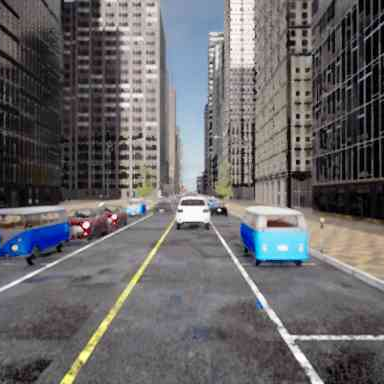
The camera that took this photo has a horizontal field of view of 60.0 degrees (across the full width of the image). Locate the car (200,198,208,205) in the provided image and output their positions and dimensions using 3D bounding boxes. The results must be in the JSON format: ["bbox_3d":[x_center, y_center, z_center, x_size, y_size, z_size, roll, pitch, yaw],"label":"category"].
[{"bbox_3d":[2.658,2.006,74.208,1.752,1.417,4.829,0,0,0],"label":"car"}]

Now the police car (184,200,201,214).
[{"bbox_3d":[0.081,1.800,41.723,2.038,1.542,4.974,0,0,0],"label":"police car"}]

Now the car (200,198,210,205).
[{"bbox_3d":[2.661,2.000,68.367,2.008,1.369,4.403,0,0,0],"label":"car"}]

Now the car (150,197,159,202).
[{"bbox_3d":[-5.710,1.842,45.521,1.752,1.417,4.829,0,0,0],"label":"car"}]

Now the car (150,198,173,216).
[{"bbox_3d":[-3.111,1.767,36.598,1.837,1.490,4.892,0,-1,0],"label":"car"}]

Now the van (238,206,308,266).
[{"bbox_3d":[2.686,1.430,11.684,1.690,1.788,3.998,0,0,0],"label":"van"}]

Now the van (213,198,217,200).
[{"bbox_3d":[2.671,1.658,45.695,1.690,1.788,3.998,0,0,0],"label":"van"}]

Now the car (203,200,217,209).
[{"bbox_3d":[2.668,1.917,51.362,1.947,1.339,4.313,0,0,0],"label":"car"}]

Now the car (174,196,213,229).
[{"bbox_3d":[0.084,1.390,23.313,2.150,2.045,5.566,0,-1,0],"label":"car"}]

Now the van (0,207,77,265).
[{"bbox_3d":[-5.695,1.430,11.680,1.690,1.788,3.998,0,0,0],"label":"van"}]

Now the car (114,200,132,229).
[{"bbox_3d":[-5.700,1.611,23.015,1.967,1.590,4.097,0,0,0],"label":"car"}]

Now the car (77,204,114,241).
[{"bbox_3d":[-5.698,1.571,17.348,1.967,1.590,4.097,0,0,0],"label":"car"}]

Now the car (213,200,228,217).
[{"bbox_3d":[2.676,1.812,34.357,1.947,1.339,4.313,0,0,0],"label":"car"}]

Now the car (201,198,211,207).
[{"bbox_3d":[2.663,1.945,62.870,1.752,1.417,4.829,0,0,0],"label":"car"}]

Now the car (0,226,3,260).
[{"bbox_3d":[-5.692,1.592,6.010,1.887,1.381,4.507,0,0,0],"label":"car"}]

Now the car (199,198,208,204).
[{"bbox_3d":[2.656,2.060,79.706,2.008,1.369,4.403,0,0,0],"label":"car"}]

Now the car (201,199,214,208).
[{"bbox_3d":[2.666,1.951,57.031,1.947,1.339,4.313,0,0,0],"label":"car"}]

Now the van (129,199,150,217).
[{"bbox_3d":[-5.705,1.588,34.354,1.690,1.788,3.998,0,0,0],"label":"van"}]

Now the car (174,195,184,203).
[{"bbox_3d":[-3.036,1.624,77.889,2.097,1.767,4.553,0,0,0],"label":"car"}]
